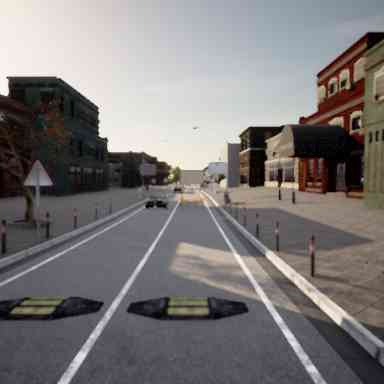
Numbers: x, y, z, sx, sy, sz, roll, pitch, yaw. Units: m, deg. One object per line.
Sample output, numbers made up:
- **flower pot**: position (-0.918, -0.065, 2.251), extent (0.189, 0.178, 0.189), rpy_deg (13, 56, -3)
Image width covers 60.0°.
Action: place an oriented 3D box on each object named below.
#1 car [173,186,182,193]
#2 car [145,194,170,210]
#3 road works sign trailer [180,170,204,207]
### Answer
- **car**: position (-3.020, -0.543, 71.592), extent (1.895, 1.301, 4.718), rpy_deg (0, 1, 0)
- **car**: position (-3.106, 0.839, 30.180), extent (1.895, 1.301, 4.718), rpy_deg (0, 2, 0)
- **road works sign trailer**: position (-0.009, -0.400, 32.661), extent (2.380, 3.560, 2.880), rpy_deg (0, 2, 0)
